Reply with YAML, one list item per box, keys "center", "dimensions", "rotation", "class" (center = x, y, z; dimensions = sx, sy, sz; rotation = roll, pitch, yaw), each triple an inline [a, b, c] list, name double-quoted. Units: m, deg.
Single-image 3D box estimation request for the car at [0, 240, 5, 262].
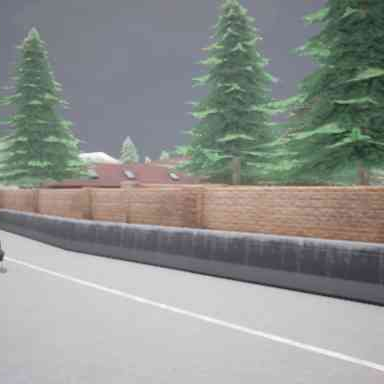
- center: [-7.724, 1.552, 10.454]
  dimensions: [5.357, 1.411, 2.033]
  rotation: [0, 0, 41]
  class: "car"
